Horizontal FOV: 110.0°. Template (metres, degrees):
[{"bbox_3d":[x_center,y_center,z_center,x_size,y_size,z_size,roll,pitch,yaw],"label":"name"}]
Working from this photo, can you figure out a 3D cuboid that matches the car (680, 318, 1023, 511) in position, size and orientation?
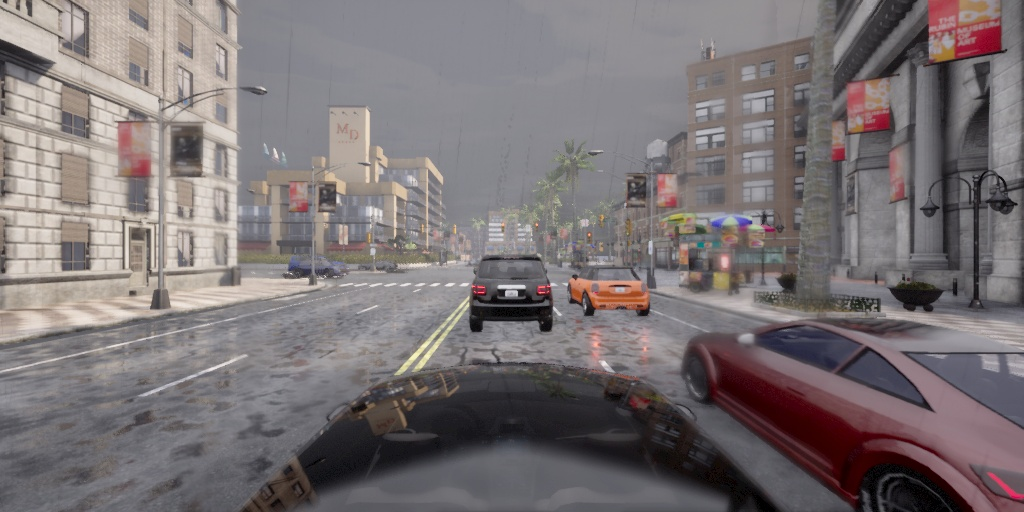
[{"bbox_3d":[3.470,1.314,3.617,1.994,1.385,4.181,0,0,1],"label":"car"}]

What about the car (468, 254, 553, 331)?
[{"bbox_3d":[-0.043,0.971,11.085,2.150,2.045,5.566,0,0,-1],"label":"car"}]

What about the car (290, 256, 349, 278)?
[{"bbox_3d":[-17.607,1.101,33.354,4.553,1.767,2.097,0,0,8],"label":"car"}]

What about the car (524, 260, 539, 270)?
[{"bbox_3d":[2.909,1.350,53.798,1.895,1.301,4.718,0,0,-1],"label":"car"}]

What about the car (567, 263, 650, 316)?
[{"bbox_3d":[3.432,1.102,13.570,2.097,1.767,4.553,0,0,-1],"label":"car"}]

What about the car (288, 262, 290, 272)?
[{"bbox_3d":[-20.293,0.972,37.437,5.566,2.045,2.150,0,0,-1],"label":"car"}]

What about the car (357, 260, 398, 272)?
[{"bbox_3d":[-17.061,1.240,45.568,4.902,1.511,2.128,0,0,2],"label":"car"}]
